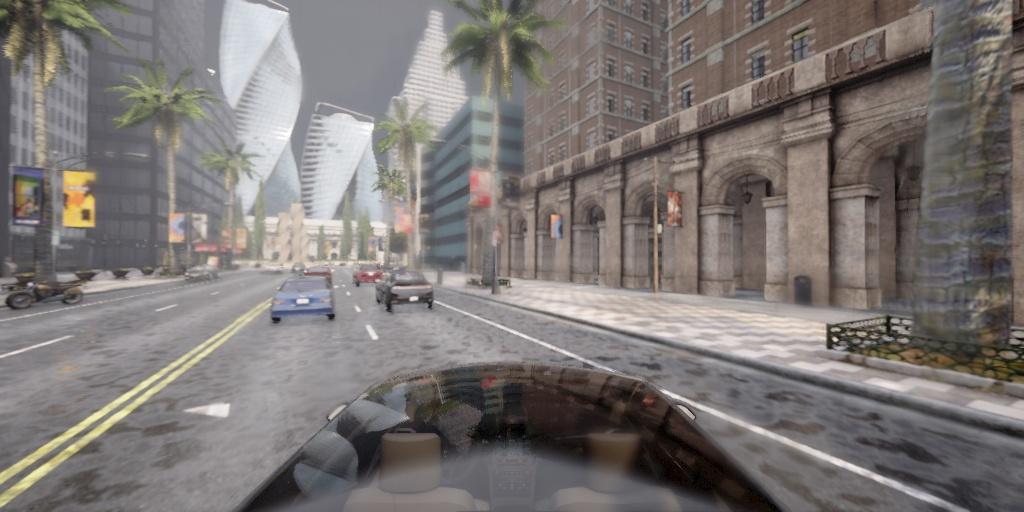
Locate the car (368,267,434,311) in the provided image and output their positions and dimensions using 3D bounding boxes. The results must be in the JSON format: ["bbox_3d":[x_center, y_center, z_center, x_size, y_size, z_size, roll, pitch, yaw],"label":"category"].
[{"bbox_3d":[-4.719,1.399,15.455,2.128,1.511,4.902,0,-1,-27],"label":"car"}]

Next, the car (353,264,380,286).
[{"bbox_3d":[-11.519,1.406,28.739,2.097,1.767,4.553,0,-1,-27],"label":"car"}]

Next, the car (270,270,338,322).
[{"bbox_3d":[-7.394,1.422,12.975,2.033,1.411,5.357,0,-1,-27],"label":"car"}]

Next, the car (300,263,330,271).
[{"bbox_3d":[-14.999,1.518,27.870,1.882,1.535,5.008,0,0,-27],"label":"car"}]
